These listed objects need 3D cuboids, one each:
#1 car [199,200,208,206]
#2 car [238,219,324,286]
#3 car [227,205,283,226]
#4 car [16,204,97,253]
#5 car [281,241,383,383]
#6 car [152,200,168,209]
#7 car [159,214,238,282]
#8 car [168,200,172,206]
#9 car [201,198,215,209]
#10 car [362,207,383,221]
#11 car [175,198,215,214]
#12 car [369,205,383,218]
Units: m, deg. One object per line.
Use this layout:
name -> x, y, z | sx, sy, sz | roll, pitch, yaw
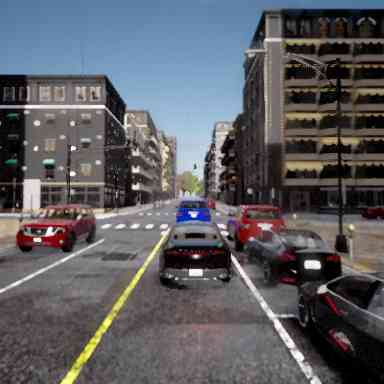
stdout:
car -> 2.569, 2.509, 75.796 | 1.947, 1.339, 4.313 | 1, -1, 0
car -> 2.688, 1.685, 9.506 | 1.947, 1.339, 4.313 | 1, -1, 0
car -> 2.756, 1.501, 14.945 | 2.192, 1.841, 5.009 | 1, -1, 0
car -> -5.771, 1.501, 14.924 | 2.192, 1.841, 5.009 | 1, -1, 0
car -> 2.698, 1.618, 4.068 | 1.947, 1.339, 4.313 | 1, -1, 0
car -> -5.903, 2.280, 58.633 | 2.008, 1.369, 4.403 | 1, -1, 0
car -> 0.085, 1.632, 10.105 | 1.837, 1.490, 4.892 | 0, -1, 0
car -> -5.821, 2.537, 81.245 | 1.752, 1.417, 4.829 | 1, -1, 0
car -> 2.725, 2.045, 58.716 | 2.192, 1.841, 5.009 | 1, -1, 0
car -> 17.232, 1.932, 29.328 | 4.206, 1.307, 1.802 | 0, -2, 0
car -> 0.065, 1.495, 22.011 | 2.150, 2.045, 5.566 | 0, -1, -1
car -> 22.731, 2.194, 37.727 | 4.313, 1.339, 1.947 | 0, -2, 0
